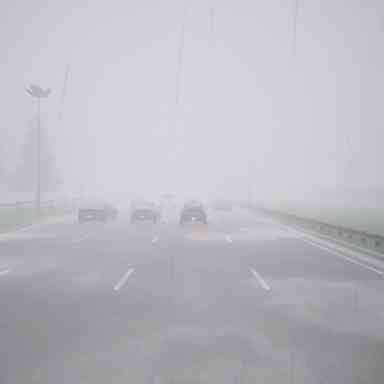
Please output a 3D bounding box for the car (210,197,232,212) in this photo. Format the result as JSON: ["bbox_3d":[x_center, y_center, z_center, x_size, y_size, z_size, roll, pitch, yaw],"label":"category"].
[{"bbox_3d":[3.500,1.560,38.778,1.994,1.385,4.181,0,0,0],"label":"car"}]

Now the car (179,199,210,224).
[{"bbox_3d":[0.100,1.502,24.422,1.837,1.490,4.892,0,0,0],"label":"car"}]

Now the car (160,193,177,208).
[{"bbox_3d":[-3.421,1.216,47.854,2.150,2.045,5.566,0,0,0],"label":"car"}]

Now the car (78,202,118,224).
[{"bbox_3d":[-6.901,1.475,24.798,1.882,1.535,5.008,0,0,0],"label":"car"}]

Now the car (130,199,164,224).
[{"bbox_3d":[-3.413,1.523,24.991,1.812,1.442,4.674,0,0,0],"label":"car"}]

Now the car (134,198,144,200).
[{"bbox_3d":[-6.943,1.543,44.090,2.033,1.411,5.357,0,0,1],"label":"car"}]

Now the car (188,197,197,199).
[{"bbox_3d":[0.083,1.472,49.404,1.882,1.535,5.008,0,0,0],"label":"car"}]

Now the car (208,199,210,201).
[{"bbox_3d":[3.506,1.472,49.258,1.882,1.535,5.008,0,0,0],"label":"car"}]
